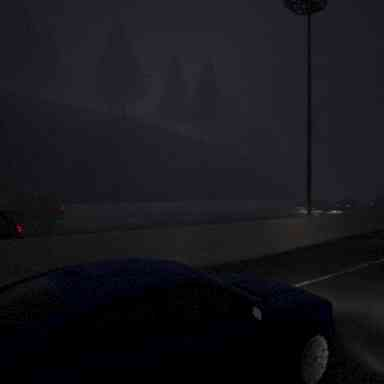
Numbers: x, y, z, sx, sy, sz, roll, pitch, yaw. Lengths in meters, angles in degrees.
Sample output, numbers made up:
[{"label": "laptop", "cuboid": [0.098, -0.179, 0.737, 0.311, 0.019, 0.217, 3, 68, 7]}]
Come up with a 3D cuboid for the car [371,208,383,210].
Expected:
[{"label": "car", "cuboid": [22.904, 1.354, 39.840, 2.097, 1.767, 4.553, 0, 0, 40]}]

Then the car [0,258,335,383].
[{"label": "car", "cuboid": [-0.451, 1.482, 3.548, 5.008, 1.535, 1.882, 0, 0, -36]}]

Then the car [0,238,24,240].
[{"label": "car", "cuboid": [-8.187, 1.373, 11.158, 4.553, 1.767, 2.097, 0, 0, -36]}]
